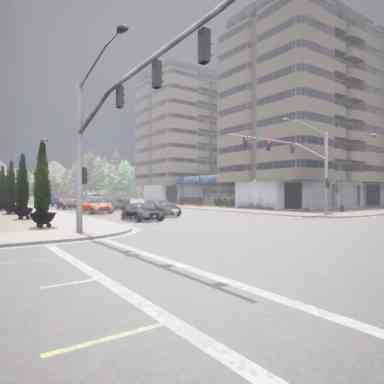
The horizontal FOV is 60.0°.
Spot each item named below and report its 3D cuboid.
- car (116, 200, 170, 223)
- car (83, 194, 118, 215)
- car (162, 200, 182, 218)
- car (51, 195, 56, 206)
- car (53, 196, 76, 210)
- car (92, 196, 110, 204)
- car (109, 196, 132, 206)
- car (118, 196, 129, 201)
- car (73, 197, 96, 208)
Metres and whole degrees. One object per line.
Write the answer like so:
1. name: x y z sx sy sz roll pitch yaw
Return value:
1. car: -3.807 1.561 25.346 1.994 1.385 4.181 0 0 -35
2. car: -9.596 1.350 33.681 2.097 1.767 4.553 0 0 -35
3. car: -2.775 1.488 30.007 2.128 1.511 4.902 0 0 -35
4. car: -22.493 1.220 52.321 2.150 2.045 5.566 0 0 -35
5. car: -16.209 1.524 43.221 1.812 1.442 4.674 0 0 -35
6. car: -17.475 1.501 63.776 1.837 1.490 4.892 0 0 -33
7. car: -12.167 1.488 56.138 2.128 1.511 4.902 0 0 -35
8. car: -9.468 1.504 39.636 1.837 1.490 4.892 0 0 -35
9. car: -15.880 1.503 48.891 1.837 1.490 4.892 0 0 -34
